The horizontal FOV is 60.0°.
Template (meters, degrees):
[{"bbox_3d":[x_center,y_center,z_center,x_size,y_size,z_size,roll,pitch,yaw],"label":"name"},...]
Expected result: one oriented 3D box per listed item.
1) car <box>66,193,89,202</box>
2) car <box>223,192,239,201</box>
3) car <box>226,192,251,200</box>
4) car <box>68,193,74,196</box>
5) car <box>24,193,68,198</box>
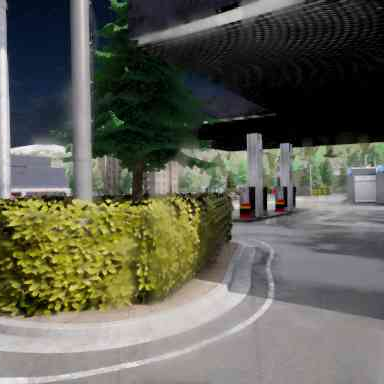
[{"bbox_3d":[-22.891,1.104,66.488,4.605,1.855,1.932,-1,0,35],"label":"car"},{"bbox_3d":[7.440,0.852,63.912,5.027,1.636,2.152,-1,0,35],"label":"car"},{"bbox_3d":[9.212,0.813,66.501,4.514,1.523,2.007,-1,0,35],"label":"car"},{"bbox_3d":[-24.237,1.124,63.880,3.866,1.878,1.905,-1,0,35],"label":"car"},{"bbox_3d":[-14.770,1.183,33.590,3.866,1.878,1.905,-1,0,35],"label":"car"}]
